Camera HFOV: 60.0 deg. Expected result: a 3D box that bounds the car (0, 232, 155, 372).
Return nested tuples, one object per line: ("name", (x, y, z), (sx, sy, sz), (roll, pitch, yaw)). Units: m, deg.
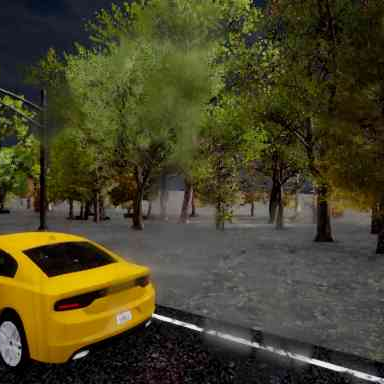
("car", (-2.900, 1.444, 5.749), (5.008, 1.535, 1.882), (1, 0, 35))
